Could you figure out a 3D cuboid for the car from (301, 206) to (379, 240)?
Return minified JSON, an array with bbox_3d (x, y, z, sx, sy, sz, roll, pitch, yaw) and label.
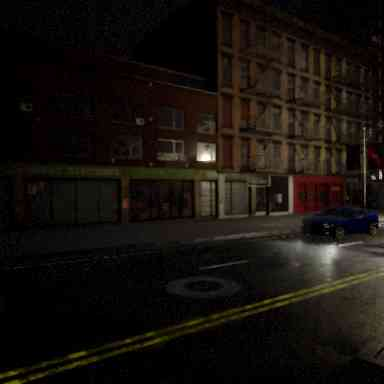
[{"bbox_3d":[7.664,1.490,17.133,5.008,1.535,1.882,0,0,-35],"label":"car"}]
